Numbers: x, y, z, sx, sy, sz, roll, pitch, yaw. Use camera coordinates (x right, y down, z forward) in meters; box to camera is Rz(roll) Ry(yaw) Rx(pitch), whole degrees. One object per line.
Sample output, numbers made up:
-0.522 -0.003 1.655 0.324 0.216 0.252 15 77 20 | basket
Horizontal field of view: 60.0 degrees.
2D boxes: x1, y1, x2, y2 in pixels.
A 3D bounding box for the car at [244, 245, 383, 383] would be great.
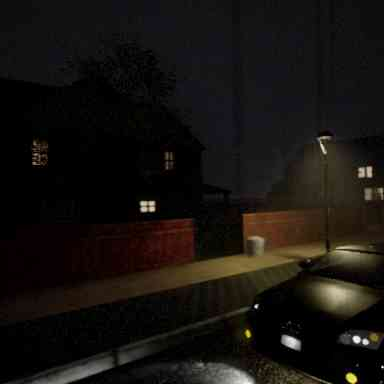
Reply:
2.761 1.574 5.151 4.181 1.385 1.994 -1 -1 -37 | car
